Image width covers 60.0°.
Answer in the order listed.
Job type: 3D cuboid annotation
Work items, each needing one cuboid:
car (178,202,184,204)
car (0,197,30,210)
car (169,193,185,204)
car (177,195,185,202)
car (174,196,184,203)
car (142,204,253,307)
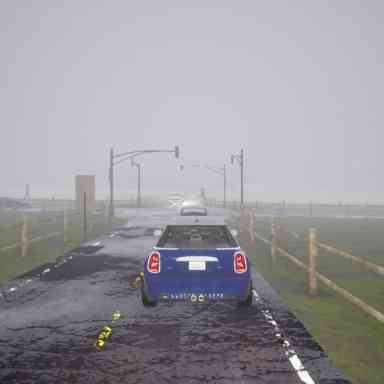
[{"bbox_3d":[0.092,1.507,17.304,1.837,1.490,4.892,0,0,0],"label":"car"},{"bbox_3d":[-20.079,1.216,36.424,4.181,1.385,1.994,1,0,0],"label":"car"},{"bbox_3d":[-2.833,1.237,59.949,2.150,2.045,5.566,0,0,0],"label":"car"},{"bbox_3d":[-2.692,1.549,80.312,1.812,1.442,4.674,0,0,0],"label":"car"},{"bbox_3d":[-2.727,1.615,69.970,1.895,1.301,4.718,0,0,0],"label":"car"},{"bbox_3d":[0.096,1.353,8.138,2.097,1.767,4.553,0,0,0],"label":"car"}]
